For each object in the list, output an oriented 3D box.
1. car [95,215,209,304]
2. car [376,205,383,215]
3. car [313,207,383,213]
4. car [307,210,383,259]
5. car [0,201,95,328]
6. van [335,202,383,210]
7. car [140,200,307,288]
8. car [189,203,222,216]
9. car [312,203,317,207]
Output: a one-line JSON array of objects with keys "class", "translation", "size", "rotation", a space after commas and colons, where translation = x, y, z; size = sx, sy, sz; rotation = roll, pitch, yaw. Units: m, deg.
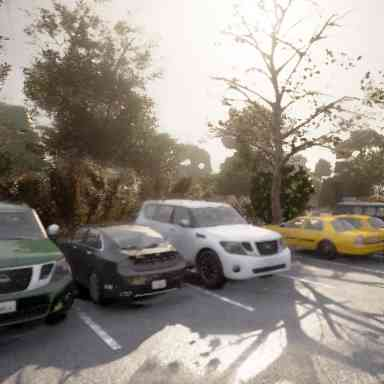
[{"class": "car", "translation": [-2.041, 1.512, 8.368], "size": [2.231, 1.521, 4.892], "rotation": [1, 0, -36]}, {"class": "car", "translation": [30.159, 2.774, 48.702], "size": [2.033, 1.411, 5.357], "rotation": [0, 1, -35]}, {"class": "car", "translation": [6.924, 1.685, 15.032], "size": [1.946, 1.575, 5.366], "rotation": [2, -1, -36]}, {"class": "car", "translation": [4.760, 1.631, 13.484], "size": [1.946, 1.575, 5.366], "rotation": [1, -1, -36]}, {"class": "car", "translation": [-4.190, 1.234, 6.788], "size": [2.435, 2.045, 5.566], "rotation": [1, 0, -36]}, {"class": "van", "translation": [9.376, 1.524, 16.414], "size": [1.878, 1.987, 4.442], "rotation": [2, -1, -36]}, {"class": "car", "translation": [0.238, 1.290, 9.987], "size": [2.435, 2.045, 5.566], "rotation": [1, 0, -36]}, {"class": "car", "translation": [1.739, 2.233, 43.592], "size": [1.895, 1.301, 4.718], "rotation": [0, 1, -35]}, {"class": "car", "translation": [20.900, 2.534, 61.823], "size": [1.812, 1.442, 4.674], "rotation": [0, 1, -32]}]
